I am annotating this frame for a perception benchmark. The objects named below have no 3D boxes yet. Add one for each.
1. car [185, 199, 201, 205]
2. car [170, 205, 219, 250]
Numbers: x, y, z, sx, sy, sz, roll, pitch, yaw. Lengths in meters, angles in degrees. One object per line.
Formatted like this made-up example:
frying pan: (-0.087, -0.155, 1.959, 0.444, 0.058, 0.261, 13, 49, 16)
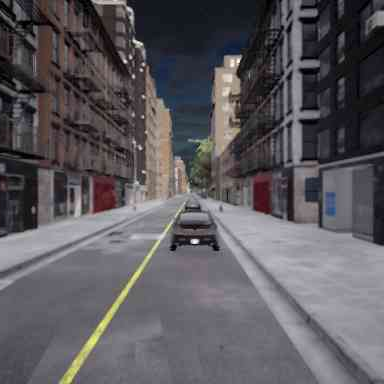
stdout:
car: (0.101, 1.560, 41.127, 1.994, 1.385, 4.181, 0, 0, 0)
car: (0.101, 1.503, 14.256, 1.837, 1.490, 4.892, 0, 0, 0)
